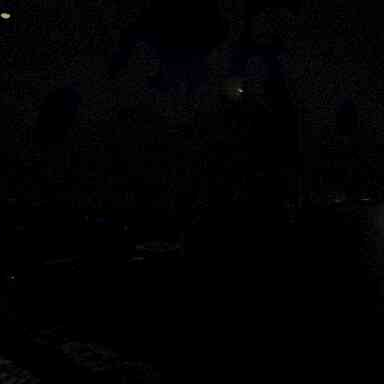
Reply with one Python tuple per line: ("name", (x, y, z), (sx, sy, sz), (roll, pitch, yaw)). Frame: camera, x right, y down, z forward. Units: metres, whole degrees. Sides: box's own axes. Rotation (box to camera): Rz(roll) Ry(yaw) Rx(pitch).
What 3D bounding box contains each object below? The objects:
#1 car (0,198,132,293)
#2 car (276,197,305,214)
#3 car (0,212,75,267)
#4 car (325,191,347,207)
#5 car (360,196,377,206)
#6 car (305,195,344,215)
("car", (-4.059, 1.166, 8.395), (2.150, 2.045, 5.566), (0, 1, 36))
("car", (9.826, 1.317, 32.425), (1.837, 1.490, 4.892), (0, 0, 36))
("car", (-6.140, 1.489, 10.561), (1.994, 1.385, 4.181), (0, 1, 36))
("car", (19.751, 0.854, 45.862), (2.150, 2.045, 5.566), (0, 0, 36))
("car", (27.447, 1.372, 51.564), (2.128, 1.511, 4.902), (0, -1, 36))
("car", (12.389, 1.319, 30.944), (1.837, 1.490, 4.892), (0, 0, 36))
